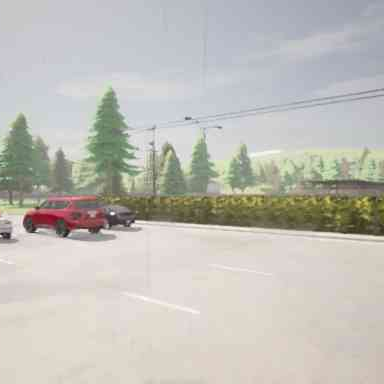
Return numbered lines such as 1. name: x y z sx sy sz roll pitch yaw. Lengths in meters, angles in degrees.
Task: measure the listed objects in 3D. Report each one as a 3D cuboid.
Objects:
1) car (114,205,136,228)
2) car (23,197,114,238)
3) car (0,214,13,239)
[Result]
1. car: -5.833 1.595 21.949 4.892 1.490 1.837 -1 0 38
2. car: -7.185 1.315 18.573 5.566 2.045 2.150 -1 0 38
3. car: -10.872 1.647 16.976 4.674 1.442 1.812 -1 0 37
